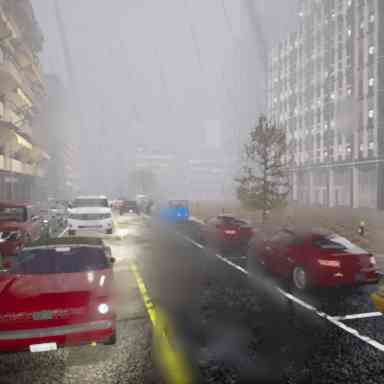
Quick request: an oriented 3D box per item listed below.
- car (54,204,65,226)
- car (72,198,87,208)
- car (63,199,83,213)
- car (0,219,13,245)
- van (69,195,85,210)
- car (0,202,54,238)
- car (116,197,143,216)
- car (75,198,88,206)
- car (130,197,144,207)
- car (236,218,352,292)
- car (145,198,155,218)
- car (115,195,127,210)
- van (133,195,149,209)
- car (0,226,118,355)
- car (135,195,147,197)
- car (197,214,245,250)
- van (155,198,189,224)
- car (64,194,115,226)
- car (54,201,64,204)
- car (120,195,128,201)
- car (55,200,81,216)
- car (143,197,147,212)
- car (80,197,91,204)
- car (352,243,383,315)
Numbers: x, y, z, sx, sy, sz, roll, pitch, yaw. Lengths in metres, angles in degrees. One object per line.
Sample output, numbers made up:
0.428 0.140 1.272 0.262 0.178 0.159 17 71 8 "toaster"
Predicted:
-8.059 1.548 17.311 2.008 1.369 4.403 0 0 -15 "car"
-16.630 1.596 49.343 1.802 1.307 4.206 0 0 -15 "car"
-13.773 1.550 38.665 1.887 1.381 4.507 0 0 -15 "car"
-5.159 1.524 6.469 1.752 1.417 4.829 0 0 -15 "car"
-15.203 1.351 44.005 1.690 1.788 3.998 0 0 -15 "van"
-6.633 1.313 11.971 2.192 1.841 5.009 0 0 -15 "car"
-6.278 1.506 33.041 1.837 1.490 4.892 0 0 -15 "car"
-18.058 1.601 54.681 1.802 1.307 4.206 0 0 -15 "car"
-8.579 1.539 51.673 1.752 1.417 4.829 0 0 -15 "car"
2.893 1.580 8.799 1.802 1.307 4.206 0 0 -15 "car"
-2.864 1.525 30.317 1.752 1.417 4.829 0 0 -15 "car"
-8.983 1.359 43.099 2.097 1.767 4.553 0 0 -15 "car"
-7.108 1.350 46.171 1.690 1.788 3.998 0 0 -15 "van"
-2.398 1.599 6.217 1.895 1.301 4.718 0 0 -15 "car"
-5.678 1.445 40.831 1.967 1.590 4.097 0 0 -15 "car"
1.464 1.579 14.137 1.802 1.307 4.206 0 0 -15 "car"
-1.393 1.339 24.814 1.690 1.788 3.998 0 0 -15 "van"
-5.729 1.219 19.028 2.150 2.045 5.566 0 0 -15 "car"
-9.488 1.549 22.650 2.008 1.369 4.403 0 0 -15 "car"
-17.105 1.597 83.542 1.887 1.381 4.507 0 0 -15 "car"
-12.344 1.568 33.327 1.947 1.339 4.313 0 0 -15 "car"
-4.249 1.568 35.493 1.947 1.339 4.313 0 0 -15 "car"
-20.915 1.596 65.359 1.947 1.339 4.313 0 0 -15 "car"
4.277 1.524 3.623 1.752 1.417 4.829 0 0 -15 "car"
